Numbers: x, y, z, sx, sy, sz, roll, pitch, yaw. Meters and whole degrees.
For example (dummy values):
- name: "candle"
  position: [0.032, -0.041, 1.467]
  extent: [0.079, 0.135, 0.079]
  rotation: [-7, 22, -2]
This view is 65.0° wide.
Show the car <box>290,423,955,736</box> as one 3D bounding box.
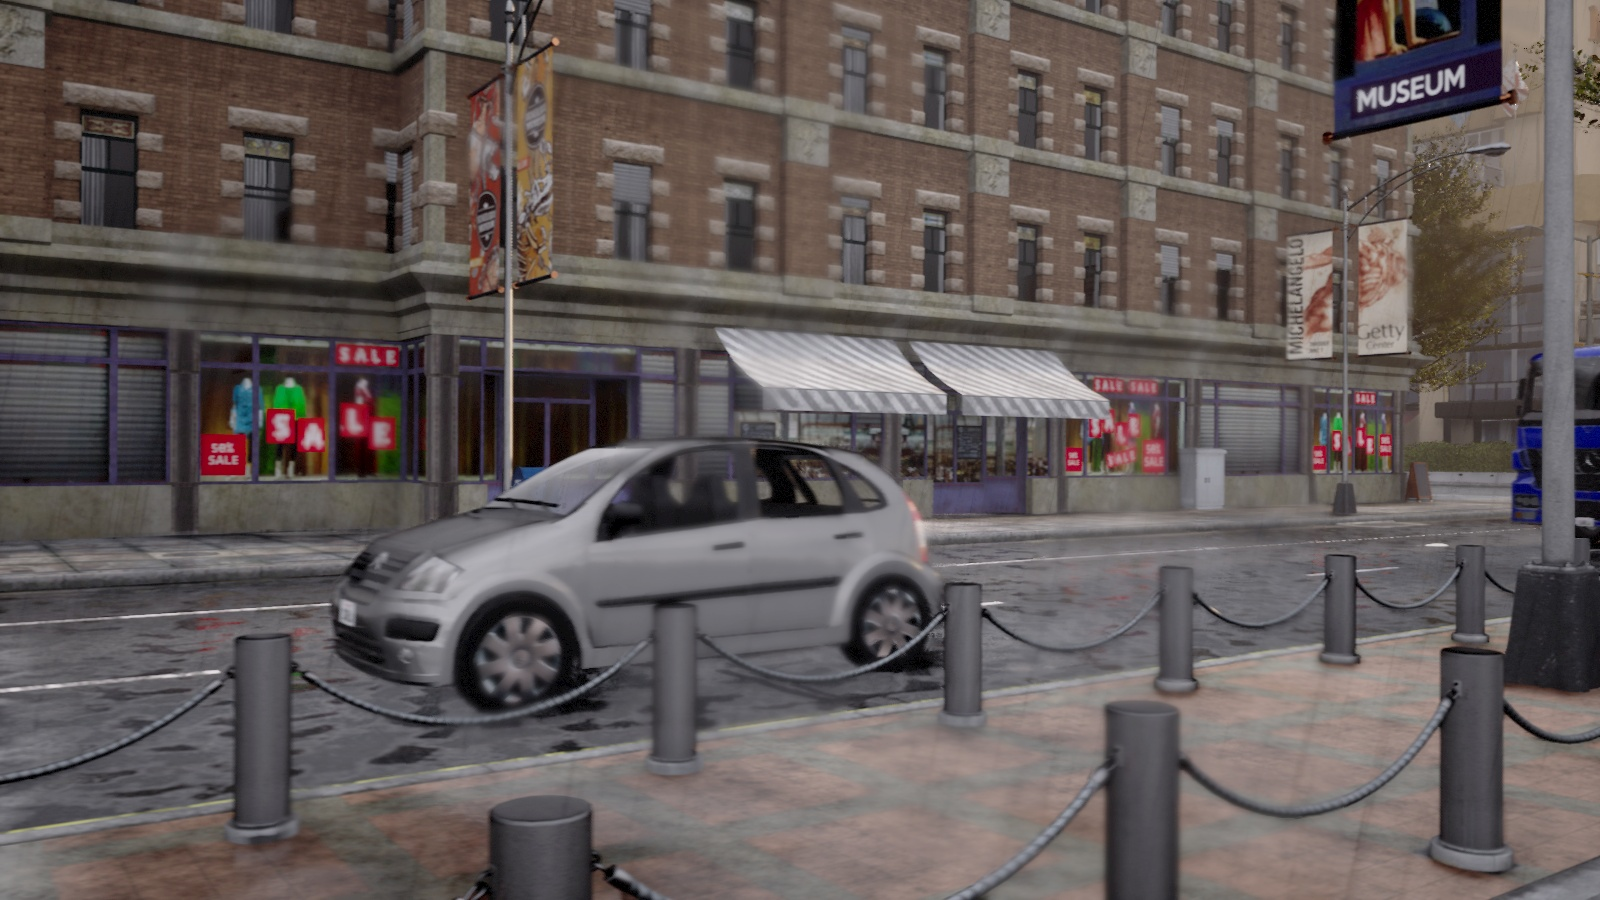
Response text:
- name: "car"
  position: [-1.084, 0.673, 8.387]
  extent: [3.988, 1.617, 1.851]
  rotation: [0, 0, -35]

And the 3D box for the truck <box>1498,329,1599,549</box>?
- name: "truck"
  position: [16.096, -0.171, 21.606]
  extent: [7.936, 3.462, 2.891]
  rotation: [0, 0, -23]
